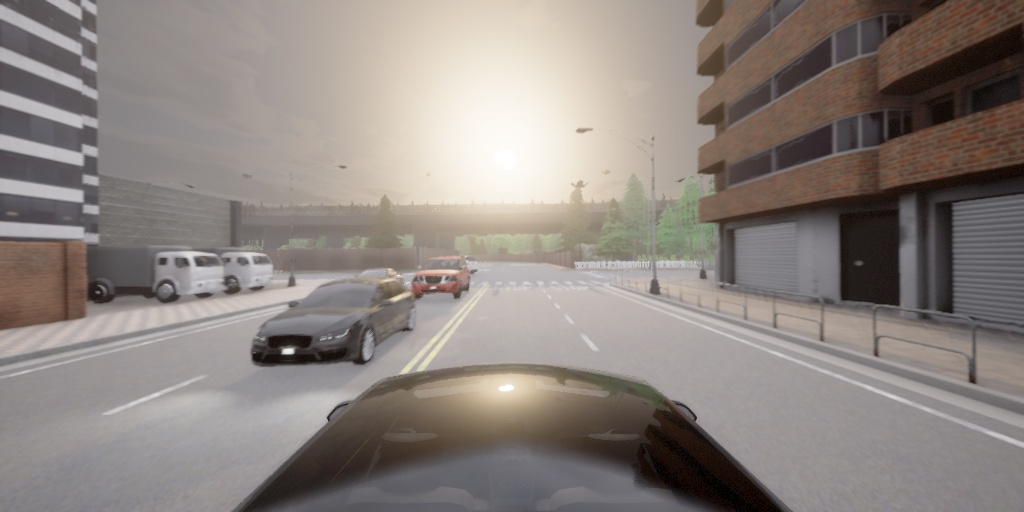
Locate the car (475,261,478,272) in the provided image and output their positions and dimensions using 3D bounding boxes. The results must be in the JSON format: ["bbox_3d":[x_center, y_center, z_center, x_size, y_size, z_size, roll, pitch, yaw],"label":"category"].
[{"bbox_3d":[-6.175,0.993,37.885,5.566,2.045,2.150,-1,-1,34],"label":"car"}]

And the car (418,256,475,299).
[{"bbox_3d":[-3.466,1.034,18.574,2.150,2.045,5.566,-1,0,0],"label":"car"}]

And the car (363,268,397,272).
[{"bbox_3d":[-6.963,1.346,18.577,1.812,1.442,4.674,-1,0,0],"label":"car"}]

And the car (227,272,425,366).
[{"bbox_3d":[-3.578,1.288,8.181,1.837,1.490,4.892,-1,0,0],"label":"car"}]
